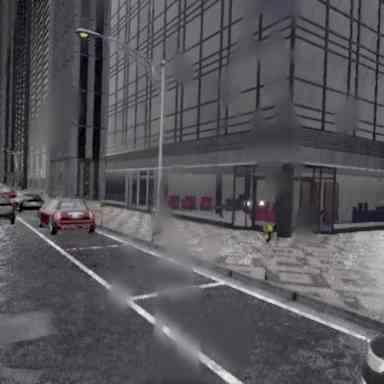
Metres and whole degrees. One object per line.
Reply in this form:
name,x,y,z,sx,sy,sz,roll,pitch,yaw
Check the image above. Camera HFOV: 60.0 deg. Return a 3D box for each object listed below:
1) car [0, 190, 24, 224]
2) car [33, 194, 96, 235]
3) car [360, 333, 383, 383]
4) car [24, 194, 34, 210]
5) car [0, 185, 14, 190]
car,-10.847,0.869,18.182,2.128,1.511,4.902,1,1,-33
car,-6.098,1.002,15.955,1.967,1.590,4.097,1,1,-34
car,3.330,1.626,1.917,2.008,1.369,4.403,1,1,-34
car,-12.389,0.787,25.317,1.947,1.339,4.313,1,1,-34
car,-21.820,0.255,39.358,1.887,1.381,4.507,1,1,-34
